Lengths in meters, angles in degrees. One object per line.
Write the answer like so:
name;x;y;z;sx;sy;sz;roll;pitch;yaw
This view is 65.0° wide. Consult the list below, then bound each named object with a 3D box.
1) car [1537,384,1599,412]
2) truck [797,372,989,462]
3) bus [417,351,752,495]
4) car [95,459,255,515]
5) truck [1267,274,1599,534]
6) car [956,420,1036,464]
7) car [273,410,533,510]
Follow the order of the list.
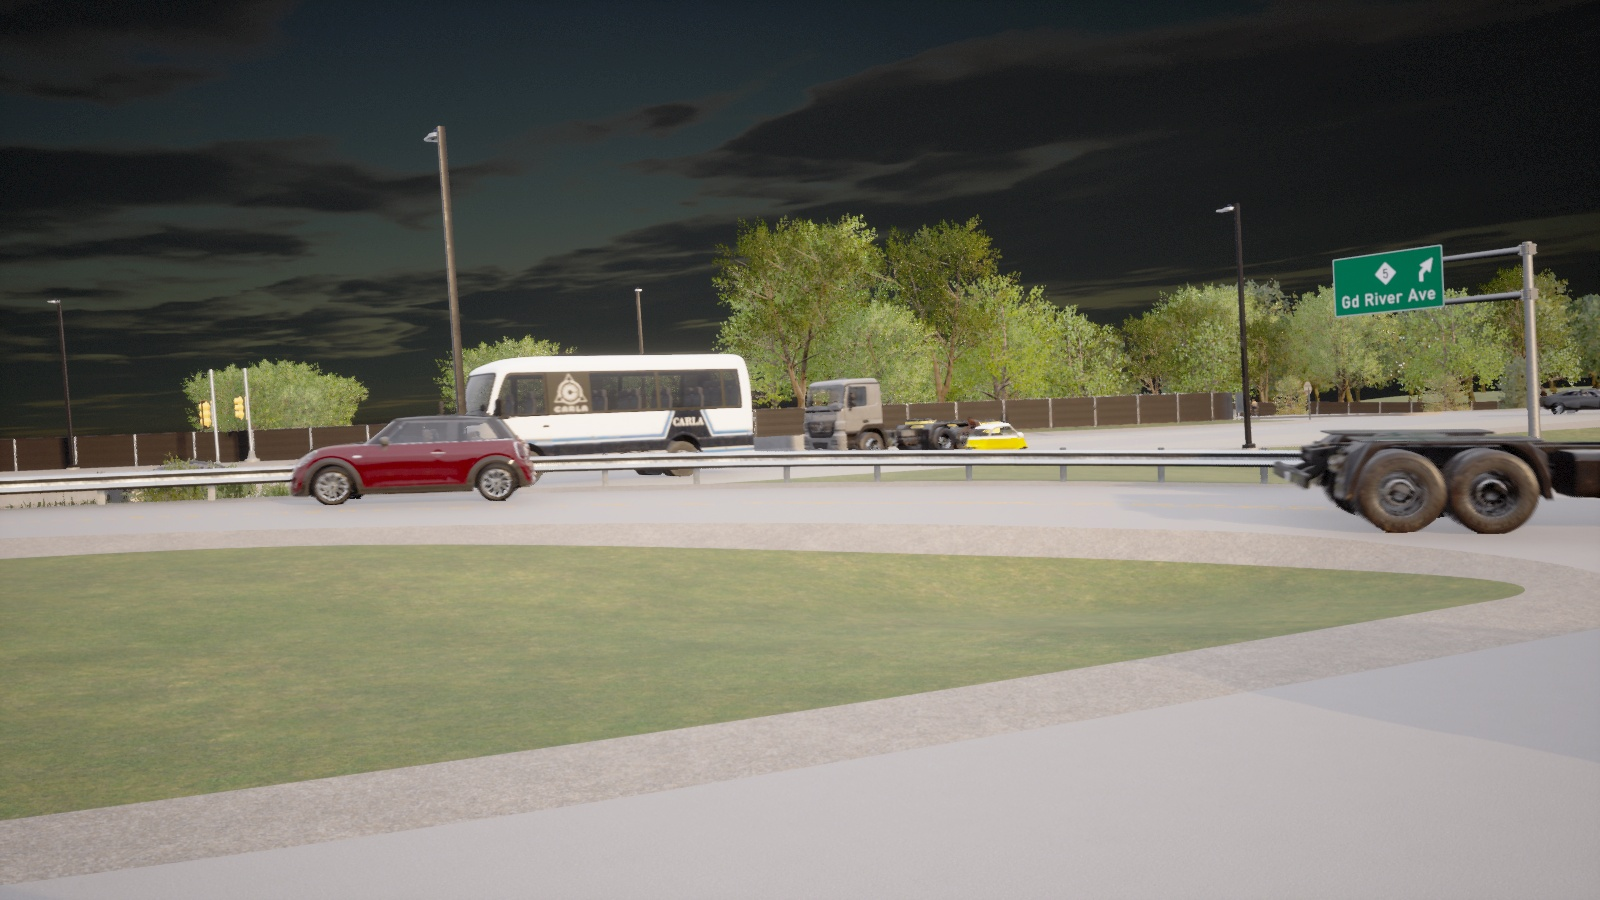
car;46.295;-3.100;73.560;2.128;1.511;4.902;-4;2;-33
truck;4.056;-1.470;53.934;7.936;3.462;2.891;-4;2;-33
bus;-7.143;-1.019;42.583;10.273;4.253;3.944;-4;2;-33
car;-19.335;1.103;38.907;4.181;1.385;1.994;-4;2;-33
truck;11.136;-0.697;18.047;7.936;3.462;2.891;-1;4;12
car;6.734;-0.269;43.171;2.207;1.376;1.481;-4;2;-33
car;-7.648;0.150;24.662;4.553;1.767;2.097;-2;2;-9
